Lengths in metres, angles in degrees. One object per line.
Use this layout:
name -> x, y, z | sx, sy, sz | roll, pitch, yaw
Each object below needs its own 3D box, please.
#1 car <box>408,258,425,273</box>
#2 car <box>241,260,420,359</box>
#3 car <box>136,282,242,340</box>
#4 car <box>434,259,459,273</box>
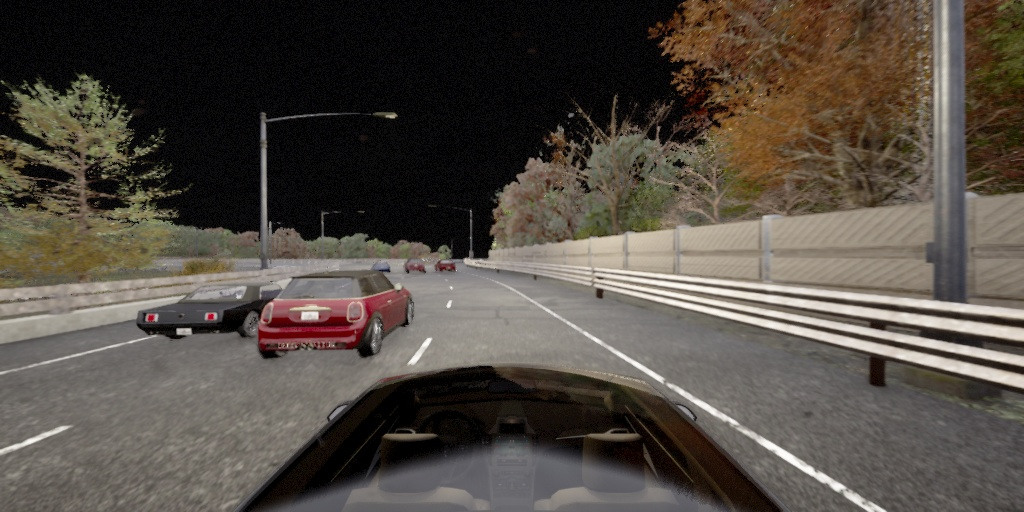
car -> -11.594, 1.059, 42.358 | 2.097, 1.767, 4.553 | 0, 0, -22
car -> -3.821, 1.104, 8.666 | 2.097, 1.767, 4.553 | 0, 0, -4
car -> -7.382, 1.368, 10.087 | 1.895, 1.301, 4.718 | 0, 0, -5
car -> -8.104, 1.165, 43.117 | 1.882, 1.535, 5.008 | 0, 0, -21
